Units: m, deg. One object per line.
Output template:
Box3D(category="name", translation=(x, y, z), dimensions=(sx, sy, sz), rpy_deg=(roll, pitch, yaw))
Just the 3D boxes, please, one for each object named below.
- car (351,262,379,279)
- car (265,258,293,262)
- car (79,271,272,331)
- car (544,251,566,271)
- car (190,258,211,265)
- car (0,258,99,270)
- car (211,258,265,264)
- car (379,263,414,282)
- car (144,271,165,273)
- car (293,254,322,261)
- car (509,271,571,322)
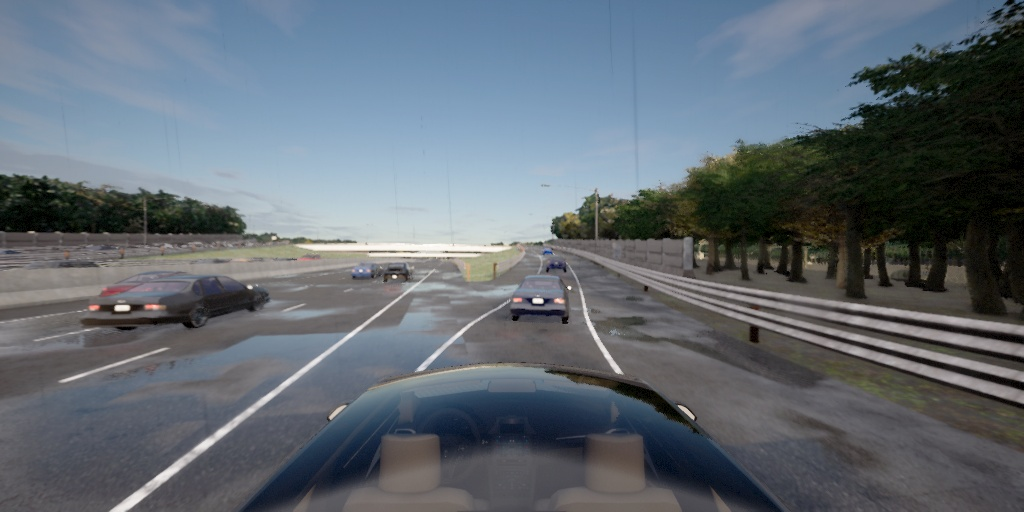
Box3D(category="car", translation=(-13.111, 1.275, 32.614), dimensions=(2.033, 1.411, 5.357), rpy_deg=(0, 0, -9))
Box3D(category="car", translation=(-34.604, 1.010, 54.166), dimensions=(1.837, 1.490, 4.892), rpy_deg=(0, 0, -9))
Box3D(category="car", translation=(-9.574, 1.272, 10.923), dimensions=(2.033, 1.411, 5.357), rpy_deg=(0, 0, -9))
Box3D(category="car", translation=(4.852, 0.685, 39.302), dimensions=(2.097, 1.767, 4.553), rpy_deg=(0, 2, 7))
Box3D(category="car", translation=(-31.875, 1.078, 37.691), dimensions=(1.882, 1.535, 5.008), rpy_deg=(0, 0, -9))
Box3D(category="car", translation=(-25.393, 1.024, 19.804), dimensions=(2.097, 1.767, 4.553), rpy_deg=(0, 0, -9))
Box3D(category="car", translation=(-28.246, 1.101, 37.178), dimensions=(1.882, 1.535, 5.008), rpy_deg=(0, 0, -9))
Box3D(category="car", translation=(-9.034, 1.265, 28.781), dimensions=(1.837, 1.490, 4.892), rpy_deg=(0, 0, -9))
Box3D(category="car", translation=(-13.668, 1.277, 14.319), dimensions=(1.994, 1.385, 4.181), rpy_deg=(0, 0, -9))
Box3D(category="car", translation=(-31.288, 0.741, 55.649), dimensions=(2.150, 2.045, 5.566), rpy_deg=(0, 0, -9))
Box3D(category="car", translation=(1.094, 1.397, 12.744), dimensions=(2.033, 1.411, 5.357), rpy_deg=(1, -1, 8))
